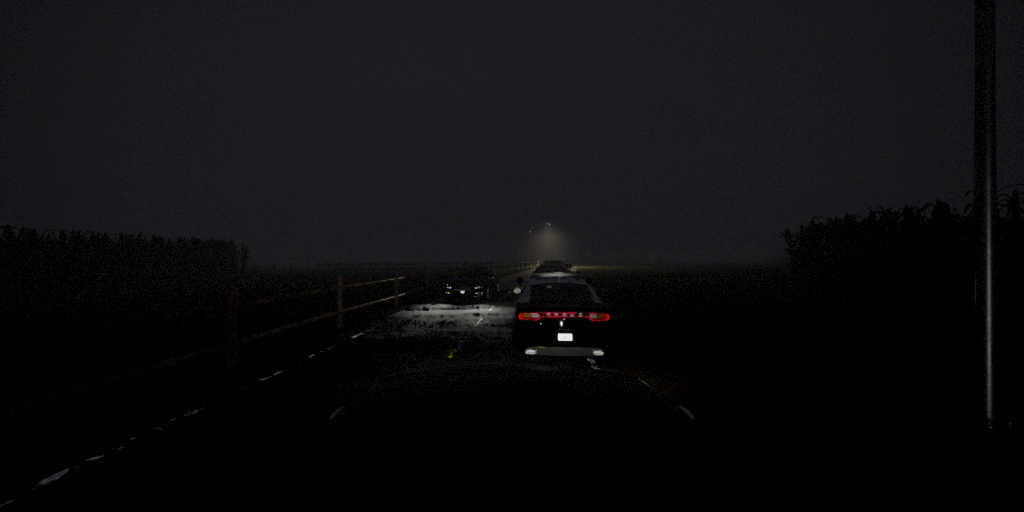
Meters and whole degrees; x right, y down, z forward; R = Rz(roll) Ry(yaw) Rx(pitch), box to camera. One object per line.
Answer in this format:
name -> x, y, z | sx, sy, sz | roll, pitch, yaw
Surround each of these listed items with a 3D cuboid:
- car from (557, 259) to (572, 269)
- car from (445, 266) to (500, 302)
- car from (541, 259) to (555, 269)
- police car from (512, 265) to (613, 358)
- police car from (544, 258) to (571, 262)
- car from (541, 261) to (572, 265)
car -> 8.248, 1.260, 55.929 | 1.994, 1.385, 4.181 | 0, 0, 11
car -> -1.768, 1.247, 17.270 | 1.837, 1.490, 4.892 | 0, 0, 7
car -> 5.803, 1.221, 57.706 | 1.812, 1.442, 4.674 | 0, 0, 12
police car -> 1.053, 1.173, 8.661 | 1.930, 1.638, 5.238 | 0, 0, 3
police car -> 2.845, 1.159, 24.311 | 1.930, 1.638, 5.238 | 0, 0, 10
car -> 1.959, 1.218, 18.357 | 1.882, 1.535, 5.008 | 0, 0, 7
